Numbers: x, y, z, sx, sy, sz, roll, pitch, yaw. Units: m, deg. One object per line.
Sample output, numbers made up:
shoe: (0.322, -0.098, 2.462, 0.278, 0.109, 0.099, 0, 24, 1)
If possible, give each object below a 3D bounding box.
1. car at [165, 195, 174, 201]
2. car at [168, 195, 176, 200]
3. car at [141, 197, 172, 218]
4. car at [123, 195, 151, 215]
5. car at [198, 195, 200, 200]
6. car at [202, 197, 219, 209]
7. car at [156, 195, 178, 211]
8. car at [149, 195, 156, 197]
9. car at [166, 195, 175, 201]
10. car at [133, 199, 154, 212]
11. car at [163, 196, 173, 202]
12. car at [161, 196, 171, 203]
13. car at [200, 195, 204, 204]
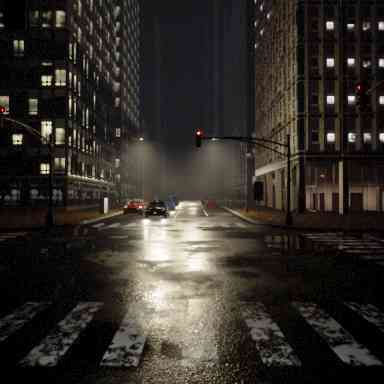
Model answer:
car: (-5.725, 1.579, 83.955, 1.887, 1.381, 4.507, 1, 0, 0)
car: (-5.732, 1.605, 95.105, 1.947, 1.339, 4.313, 1, 0, 0)
car: (-3.116, 1.516, 30.362, 1.837, 1.490, 4.892, 0, 0, 0)
car: (-5.693, 1.453, 33.779, 1.967, 1.590, 4.097, 1, 0, 0)
car: (2.668, 1.590, 61.729, 1.947, 1.339, 4.313, 1, 0, 0)
car: (2.677, 1.599, 44.996, 1.802, 1.307, 4.206, 1, 0, 0)
car: (-3.120, 1.494, 41.609, 1.882, 1.535, 5.008, 0, 0, 0)
car: (-5.698, 1.332, 44.929, 2.192, 1.841, 5.009, 1, 0, 0)
car: (-5.729, 1.587, 89.530, 2.008, 1.369, 4.403, 1, 0, 0)
car: (-5.700, 1.597, 39.354, 1.802, 1.307, 4.206, 1, 0, 0)
car: (-5.722, 1.582, 78.380, 2.008, 1.369, 4.403, 1, 0, 0)
car: (-5.719, 1.574, 72.805, 1.887, 1.381, 4.507, 1, 0, 0)
car: (2.672, 1.547, 56.321, 1.752, 1.417, 4.829, 1, 0, 0)
